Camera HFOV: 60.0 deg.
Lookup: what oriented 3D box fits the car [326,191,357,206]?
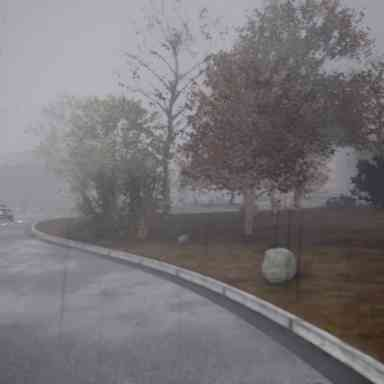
[{"bbox_3d":[17.741,0.885,39.340,4.181,1.385,1.994,-2,0,-34],"label":"car"}]

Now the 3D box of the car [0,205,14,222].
[{"bbox_3d":[-16.239,1.770,28.128,2.033,1.411,5.357,-2,0,-33],"label":"car"}]
